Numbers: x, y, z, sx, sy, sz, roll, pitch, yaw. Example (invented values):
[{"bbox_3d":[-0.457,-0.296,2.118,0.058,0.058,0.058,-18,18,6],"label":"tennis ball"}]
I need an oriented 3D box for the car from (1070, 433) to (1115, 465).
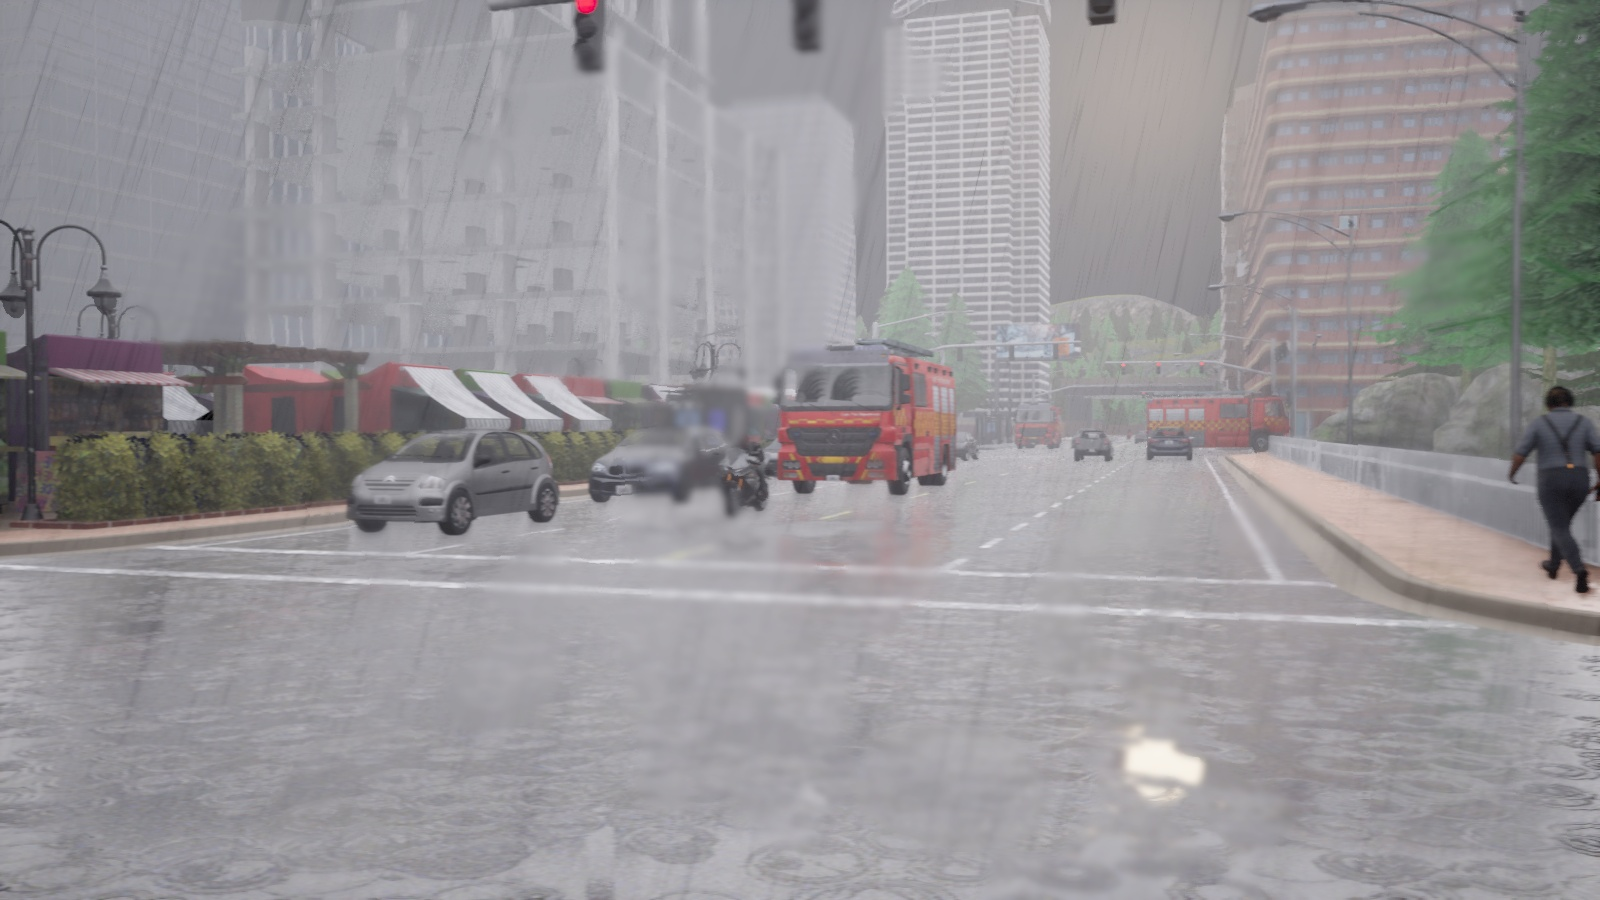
[{"bbox_3d":[14.286,-0.089,61.249,1.845,1.501,3.633,0,1,17],"label":"car"}]

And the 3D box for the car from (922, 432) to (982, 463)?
[{"bbox_3d":[7.722,-0.163,63.603,2.163,1.488,4.792,1,1,17],"label":"car"}]

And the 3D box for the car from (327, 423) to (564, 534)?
[{"bbox_3d":[-5.625,0.376,20.477,1.851,1.617,3.988,0,1,17],"label":"car"}]

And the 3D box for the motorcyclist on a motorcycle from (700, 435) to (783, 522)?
[{"bbox_3d":[-1.060,0.483,23.400,0.866,1.530,2.191,0,1,17],"label":"motorcyclist on a motorcycle"}]

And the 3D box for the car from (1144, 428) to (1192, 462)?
[{"bbox_3d":[18.686,-0.278,63.640,2.242,1.667,4.611,1,1,17],"label":"car"}]

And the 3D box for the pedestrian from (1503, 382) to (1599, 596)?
[{"bbox_3d":[6.705,0.331,11.218,0.540,1.848,0.694,0,1,13],"label":"pedestrian"}]

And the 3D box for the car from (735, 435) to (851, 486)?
[{"bbox_3d":[-0.109,0.260,38.347,2.033,1.411,5.357,0,1,17],"label":"car"}]

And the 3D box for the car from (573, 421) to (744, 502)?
[{"bbox_3d":[-3.096,0.200,28.671,2.242,1.667,4.611,0,1,17],"label":"car"}]

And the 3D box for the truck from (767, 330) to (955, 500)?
[{"bbox_3d":[1.869,-0.857,32.857,2.891,3.827,8.468,0,1,17],"label":"truck"}]

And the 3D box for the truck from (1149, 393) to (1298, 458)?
[{"bbox_3d":[25.815,-1.504,76.849,8.468,3.827,2.891,0,1,17],"label":"truck"}]
